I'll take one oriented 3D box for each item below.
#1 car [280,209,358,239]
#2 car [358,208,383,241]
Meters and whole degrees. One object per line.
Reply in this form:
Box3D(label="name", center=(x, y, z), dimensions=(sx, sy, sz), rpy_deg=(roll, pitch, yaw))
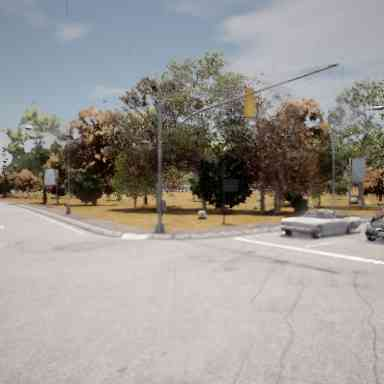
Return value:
Box3D(label="car", center=(6.746, 1.590, 17.385), dimensions=(4.718, 1.301, 1.895), rpy_deg=(0, 0, -35))
Box3D(label="car", center=(9.894, 1.514, 15.325), dimensions=(4.674, 1.442, 1.812), rpy_deg=(0, 0, -35))
